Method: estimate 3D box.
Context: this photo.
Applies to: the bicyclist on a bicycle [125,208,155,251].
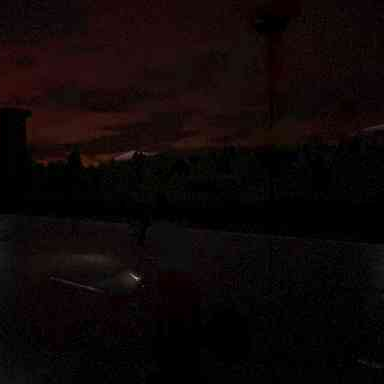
[{"bbox_3d":[-2.030,1.455,13.136,0.582,1.620,1.656,0,2,36],"label":"bicyclist on a bicycle"}]
